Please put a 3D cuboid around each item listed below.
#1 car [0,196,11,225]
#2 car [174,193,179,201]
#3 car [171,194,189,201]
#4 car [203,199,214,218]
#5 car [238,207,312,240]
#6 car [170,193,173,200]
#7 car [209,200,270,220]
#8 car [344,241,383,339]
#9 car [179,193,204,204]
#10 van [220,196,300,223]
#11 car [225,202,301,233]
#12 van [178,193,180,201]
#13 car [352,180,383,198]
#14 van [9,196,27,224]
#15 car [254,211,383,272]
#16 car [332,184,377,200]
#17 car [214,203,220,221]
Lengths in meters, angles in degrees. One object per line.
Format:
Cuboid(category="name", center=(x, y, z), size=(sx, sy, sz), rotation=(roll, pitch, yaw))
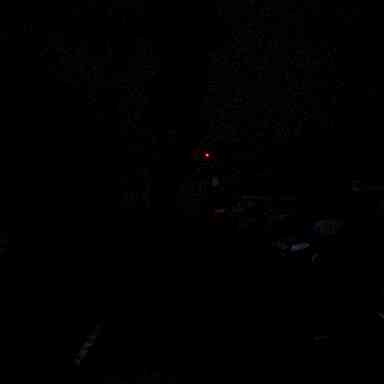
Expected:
Cuboid(category="car", center=(-13.973, 1.380, 20.332), size=(4.553, 1.767, 2.185), rotation=(-1, 0, -22))
Cuboid(category="car", center=(-0.284, 1.384, 72.378), size=(5.566, 2.045, 2.435), rotation=(1, 0, -28))
Cuboid(category="car", center=(-3.343, 1.477, 93.203), size=(4.553, 1.767, 2.185), rotation=(1, 0, -29))
Cuboid(category="car", center=(3.894, 1.458, 25.661), size=(5.366, 1.575, 1.946), rotation=(1, 0, -23))
Cuboid(category="car", center=(4.552, 1.511, 13.665), size=(4.674, 1.452, 2.002), rotation=(1, 0, -22))
Cuboid(category="car", center=(-2.000, 1.362, 84.306), size=(5.566, 2.045, 2.435), rotation=(0, 0, -29))
Cuboid(category="car", center=(4.080, 1.497, 28.716), size=(4.792, 1.488, 2.163), rotation=(1, 0, -24))
Cuboid(category="car", center=(4.734, 1.517, 4.605), size=(4.674, 1.452, 2.002), rotation=(1, 0, -21))
Cuboid(category="car", center=(0.534, 1.522, 66.419), size=(4.553, 1.767, 2.185), rotation=(0, 0, -28))
Cuboid(category="van", center=(4.244, 1.240, 19.653), size=(4.442, 1.987, 1.878), rotation=(1, 0, -23))
Cuboid(category="car", center=(4.469, 1.470, 16.682), size=(4.892, 1.521, 2.231), rotation=(1, 0, -22))
Cuboid(category="van", center=(0.060, 1.415, 69.359), size=(4.442, 1.987, 1.878), rotation=(0, 0, -28))
Cuboid(category="car", center=(22.192, -0.390, 40.657), size=(2.435, 2.045, 5.566), rotation=(-7, 4, -28))
Cuboid(category="van", center=(-14.043, 1.278, 23.326), size=(4.442, 1.987, 1.878), rotation=(-1, 0, -23))
Cuboid(category="car", center=(4.637, 1.513, 10.641), size=(4.674, 1.452, 2.002), rotation=(1, 0, -22))
Cuboid(category="car", center=(19.225, 0.188, 40.265), size=(2.002, 1.452, 4.674), rotation=(-7, 4, -28))
Cuboid(category="car", center=(4.246, 1.340, 22.729), size=(4.553, 1.767, 2.185), rotation=(1, 0, -23))
